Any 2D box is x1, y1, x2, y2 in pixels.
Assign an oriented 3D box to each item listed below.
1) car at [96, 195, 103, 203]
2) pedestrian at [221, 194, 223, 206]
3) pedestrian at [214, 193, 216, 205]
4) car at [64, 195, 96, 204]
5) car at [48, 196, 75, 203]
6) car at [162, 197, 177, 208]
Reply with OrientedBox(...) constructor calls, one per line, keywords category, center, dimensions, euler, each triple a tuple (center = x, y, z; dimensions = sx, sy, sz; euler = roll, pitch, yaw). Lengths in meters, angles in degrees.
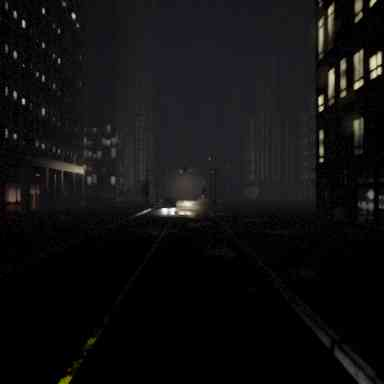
OrientedBox(category="car", center=(-19.369, 1.313, 63.997), dimensions=(4.097, 1.590, 1.967), euler=(0, -1, -1))
OrientedBox(category="pedestrian", center=(4.507, 1.131, 49.783), dimensions=(0.375, 1.860, 0.375), euler=(0, 0, 0))
OrientedBox(category="pedestrian", center=(3.505, 1.099, 50.981), dimensions=(0.375, 1.860, 0.375), euler=(0, 0, 0))
OrientedBox(category="car", center=(-19.037, 1.375, 55.361), dimensions=(4.829, 1.417, 1.752), euler=(0, 0, -1))
OrientedBox(category="car", center=(-25.046, 1.391, 63.858), dimensions=(4.403, 1.369, 2.008), euler=(0, -1, -1))
OrientedBox(category="car", center=(-3.140, 1.457, 47.149), dimensions=(2.128, 1.511, 4.902), euler=(0, 0, 0))
